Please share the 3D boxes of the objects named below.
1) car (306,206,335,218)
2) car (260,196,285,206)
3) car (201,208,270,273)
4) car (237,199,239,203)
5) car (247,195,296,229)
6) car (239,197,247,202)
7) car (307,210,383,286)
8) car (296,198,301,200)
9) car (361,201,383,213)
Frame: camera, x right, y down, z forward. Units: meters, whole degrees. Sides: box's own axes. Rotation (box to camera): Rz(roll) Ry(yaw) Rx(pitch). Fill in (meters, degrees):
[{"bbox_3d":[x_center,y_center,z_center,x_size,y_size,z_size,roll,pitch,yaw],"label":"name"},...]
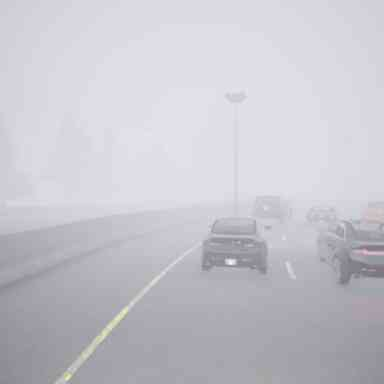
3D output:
[{"bbox_3d":[9.429,1.634,23.891,1.895,1.301,4.718,0,0,25],"label":"car"},{"bbox_3d":[14.389,1.567,59.305,4.892,1.490,1.837,0,0,-42],"label":"car"},{"bbox_3d":[1.502,1.516,10.862,1.837,1.490,4.892,0,0,12],"label":"car"},{"bbox_3d":[10.270,1.620,65.087,4.181,1.385,1.994,0,0,-42],"label":"car"},{"bbox_3d":[6.156,1.251,25.161,2.150,2.045,5.566,0,0,24],"label":"car"},{"bbox_3d":[11.682,1.606,61.683,5.357,1.411,2.033,0,0,-42],"label":"car"},{"bbox_3d":[4.718,1.507,9.254,2.128,1.511,4.902,0,0,13],"label":"car"},{"bbox_3d":[16.571,1.544,56.531,5.008,1.535,1.882,0,0,-41],"label":"car"},{"bbox_3d":[13.288,1.392,23.778,2.097,1.767,4.553,0,0,26],"label":"car"}]
